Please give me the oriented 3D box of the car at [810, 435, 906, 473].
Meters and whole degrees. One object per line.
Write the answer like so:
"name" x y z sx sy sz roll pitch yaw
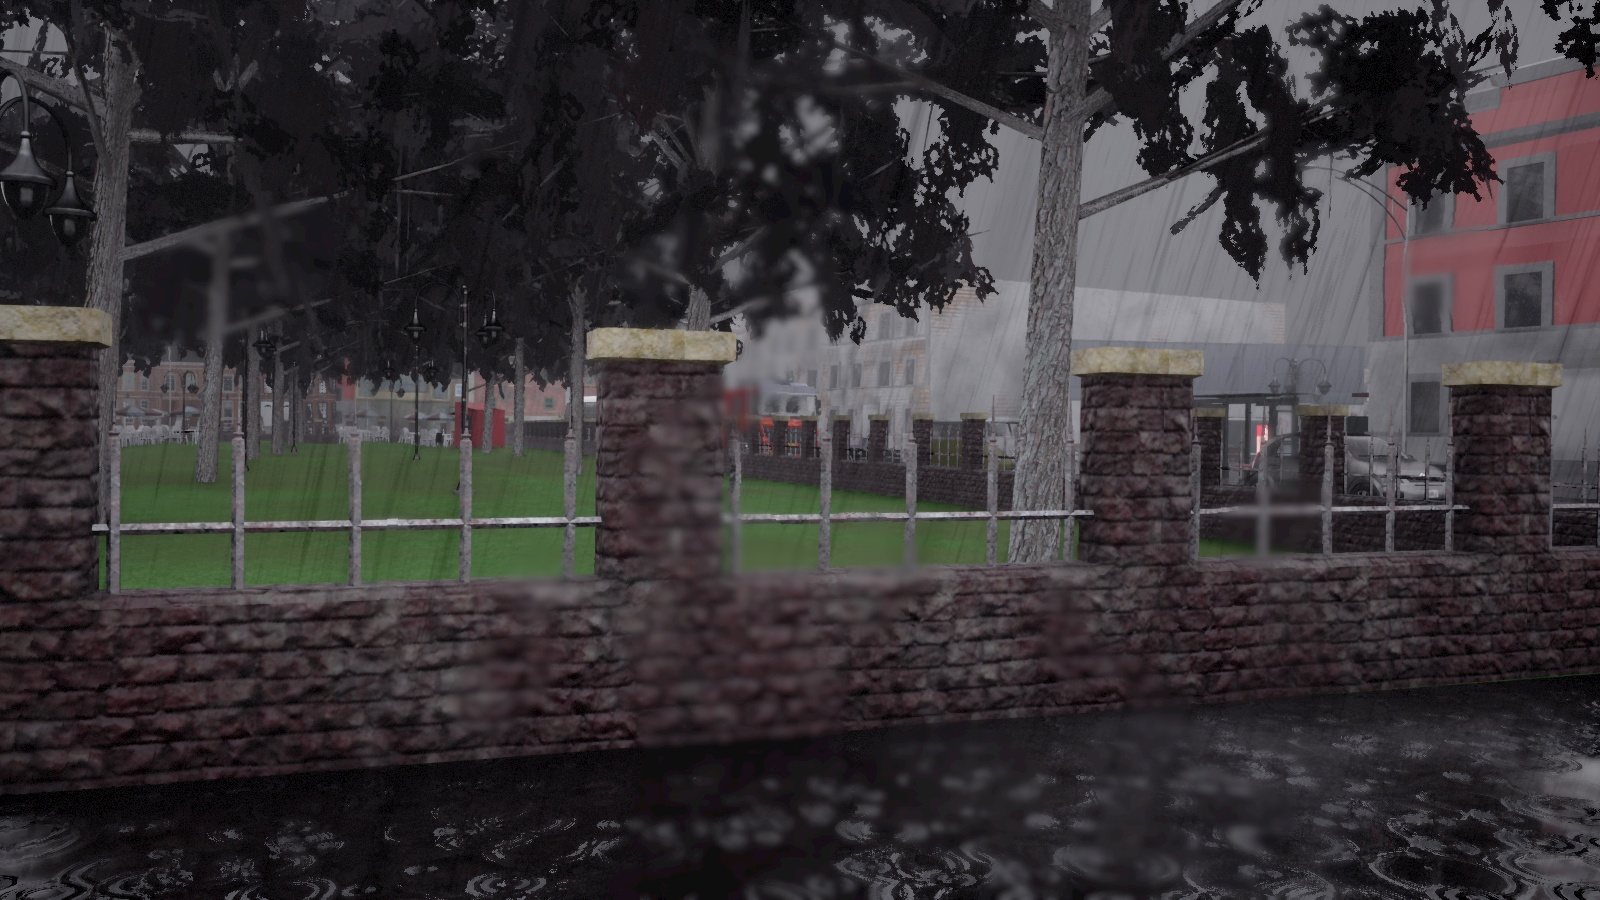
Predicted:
"car" 2.087 0.118 46.563 1.895 1.301 4.718 -1 1 -20

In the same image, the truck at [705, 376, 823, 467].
"truck" -1.803 -1.282 57.441 2.891 3.827 8.468 -1 1 -20

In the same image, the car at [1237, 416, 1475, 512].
"car" 10.278 0.202 23.553 1.851 1.617 3.988 -1 1 -19

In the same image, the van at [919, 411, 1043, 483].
"van" 5.323 -0.116 37.445 1.775 1.987 4.442 -1 1 -20
